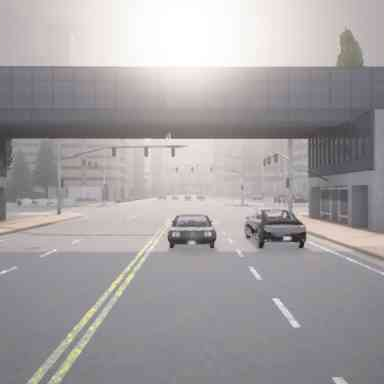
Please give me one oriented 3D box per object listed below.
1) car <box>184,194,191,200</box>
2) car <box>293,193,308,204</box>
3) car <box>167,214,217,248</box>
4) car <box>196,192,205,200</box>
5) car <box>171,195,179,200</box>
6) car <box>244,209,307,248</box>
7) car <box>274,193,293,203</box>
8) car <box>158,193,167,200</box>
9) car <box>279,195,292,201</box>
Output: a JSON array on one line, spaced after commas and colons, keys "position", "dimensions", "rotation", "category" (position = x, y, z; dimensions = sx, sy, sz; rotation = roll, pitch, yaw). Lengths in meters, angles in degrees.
[{"position": [-1.087, 1.471, 86.632], "dimensions": [1.895, 1.301, 4.718], "rotation": [0, 0, 0], "category": "car"}, {"position": [19.526, 1.154, 61.583], "dimensions": [1.905, 1.878, 3.866], "rotation": [0, 0, 0], "category": "car"}, {"position": [0.000, 1.614, 14.680], "dimensions": [1.895, 1.301, 4.718], "rotation": [0, 0, 0], "category": "car"}, {"position": [2.413, 1.353, 86.626], "dimensions": [1.882, 1.535, 5.008], "rotation": [0, 0, 0], "category": "car"}, {"position": [-4.618, 1.588, 91.149], "dimensions": [1.895, 1.301, 4.718], "rotation": [0, 0, 0], "category": "car"}, {"position": [3.500, 1.493, 14.650], "dimensions": [2.128, 1.511, 4.902], "rotation": [0, 0, 0], "category": "car"}, {"position": [16.632, 1.151, 61.628], "dimensions": [1.932, 1.855, 4.605], "rotation": [0, 0, 0], "category": "car"}, {"position": [-8.118, 1.218, 91.125], "dimensions": [2.150, 2.045, 5.566], "rotation": [0, 0, 0], "category": "car"}, {"position": [22.175, 1.394, 79.058], "dimensions": [1.970, 1.475, 3.806], "rotation": [0, 0, 0], "category": "car"}]
